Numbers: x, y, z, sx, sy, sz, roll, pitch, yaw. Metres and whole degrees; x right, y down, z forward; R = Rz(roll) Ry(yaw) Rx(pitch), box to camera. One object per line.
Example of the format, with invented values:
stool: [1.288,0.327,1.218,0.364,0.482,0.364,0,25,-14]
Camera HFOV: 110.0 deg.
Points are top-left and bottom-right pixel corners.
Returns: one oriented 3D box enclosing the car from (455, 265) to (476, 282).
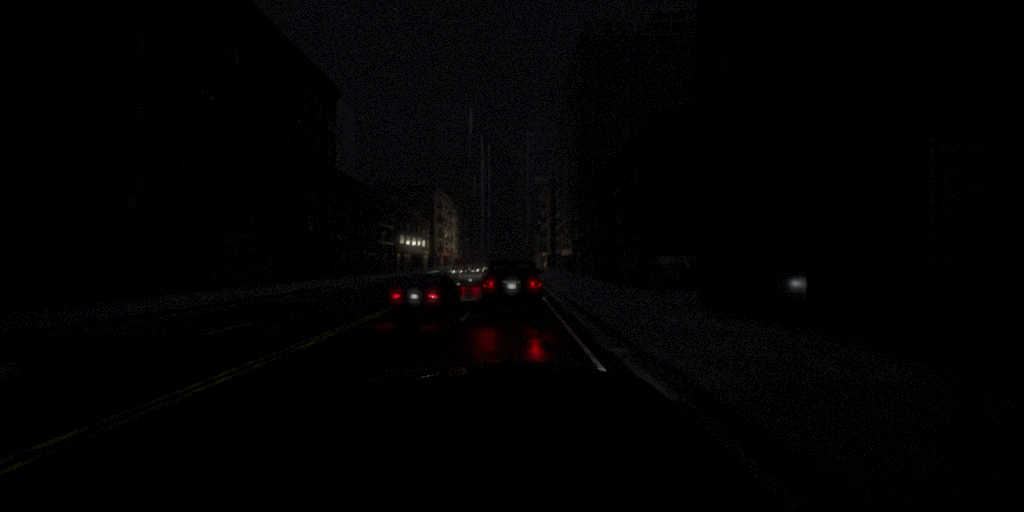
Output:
car: [-3.234,1.630,30.112,1.895,1.301,4.718,0,-1,0]

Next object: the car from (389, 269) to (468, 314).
car: [-3.240,1.422,14.402,2.033,1.411,5.357,0,-1,0]

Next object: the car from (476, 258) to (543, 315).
car: [0.009,1.099,14.429,2.150,2.045,5.566,0,0,0]
